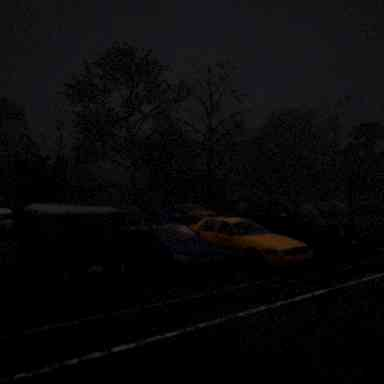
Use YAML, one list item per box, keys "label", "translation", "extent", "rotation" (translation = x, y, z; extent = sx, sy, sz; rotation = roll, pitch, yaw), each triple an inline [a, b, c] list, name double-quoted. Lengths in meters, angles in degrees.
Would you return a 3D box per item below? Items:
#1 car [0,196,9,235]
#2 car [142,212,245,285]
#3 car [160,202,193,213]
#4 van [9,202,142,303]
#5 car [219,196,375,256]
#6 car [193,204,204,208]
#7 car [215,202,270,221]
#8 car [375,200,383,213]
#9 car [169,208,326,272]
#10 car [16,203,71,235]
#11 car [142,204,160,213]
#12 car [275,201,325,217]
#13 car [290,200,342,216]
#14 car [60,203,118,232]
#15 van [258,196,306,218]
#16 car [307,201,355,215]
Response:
- label: "car"
  translation: [-11.364, 1.260, 18.516]
  extent: [2.435, 2.045, 5.566]
  rotation: [0, 0, -36]
- label: "car"
  translation: [-0.857, 1.575, 9.988]
  extent: [2.002, 1.452, 4.674]
  rotation: [0, 0, -36]
- label: "car"
  translation: [-2.367, 1.615, 25.018]
  extent: [2.163, 1.488, 4.792]
  rotation: [0, 0, -36]
- label: "van"
  translation: [-3.202, 1.290, 8.452]
  extent: [1.878, 1.987, 4.442]
  rotation: [0, 0, -36]
- label: "car"
  translation: [3.724, 1.321, 13.224]
  extent: [2.435, 2.045, 5.566]
  rotation: [0, 0, -36]
- label: "car"
  translation: [0.016, 1.601, 26.458]
  extent: [1.946, 1.575, 5.366]
  rotation: [0, 0, -36]
- label: "car"
  translation: [4.441, 1.670, 29.813]
  extent: [2.163, 1.488, 4.792]
  rotation: [0, 0, -36]
- label: "car"
  translation: [20.227, 1.774, 41.140]
  extent: [2.097, 1.535, 5.008]
  rotation: [0, 0, -36]
- label: "car"
  translation: [1.533, 1.550, 11.465]
  extent: [1.946, 1.575, 5.366]
  rotation: [0, 0, -36]
- label: "car"
  translation: [-9.127, 1.529, 20.157]
  extent: [2.097, 1.535, 5.008]
  rotation: [0, 0, -36]
- label: "car"
  translation: [-4.611, 1.568, 23.386]
  extent: [2.231, 1.521, 4.892]
  rotation: [0, 0, -36]
- label: "car"
  translation: [11.199, 1.737, 34.675]
  extent: [2.002, 1.452, 4.674]
  rotation: [0, 0, -36]
- label: "car"
  translation: [13.459, 1.716, 36.289]
  extent: [2.097, 1.535, 5.008]
  rotation: [0, 0, -36]
- label: "car"
  translation: [-6.869, 1.548, 21.771]
  extent: [2.097, 1.535, 5.008]
  rotation: [0, 0, -36]
- label: "van"
  translation: [8.873, 1.452, 33.160]
  extent: [1.878, 1.987, 4.442]
  rotation: [0, 0, -36]
- label: "car"
  translation: [15.715, 1.775, 37.905]
  extent: [2.002, 1.452, 4.674]
  rotation: [0, 0, -36]
